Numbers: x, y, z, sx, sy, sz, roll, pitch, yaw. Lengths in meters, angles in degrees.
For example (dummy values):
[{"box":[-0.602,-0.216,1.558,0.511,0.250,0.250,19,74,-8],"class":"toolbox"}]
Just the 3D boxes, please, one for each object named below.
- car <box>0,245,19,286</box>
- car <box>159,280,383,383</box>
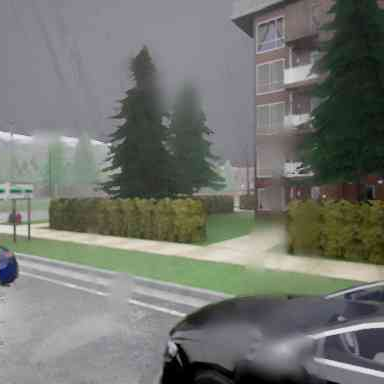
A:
[{"box":[-6.238,1.621,8.404,4.181,1.385,1.994,0,0,36],"class":"car"},{"box":[1.917,1.489,2.624,4.902,1.511,2.128,-1,0,35],"class":"car"}]
